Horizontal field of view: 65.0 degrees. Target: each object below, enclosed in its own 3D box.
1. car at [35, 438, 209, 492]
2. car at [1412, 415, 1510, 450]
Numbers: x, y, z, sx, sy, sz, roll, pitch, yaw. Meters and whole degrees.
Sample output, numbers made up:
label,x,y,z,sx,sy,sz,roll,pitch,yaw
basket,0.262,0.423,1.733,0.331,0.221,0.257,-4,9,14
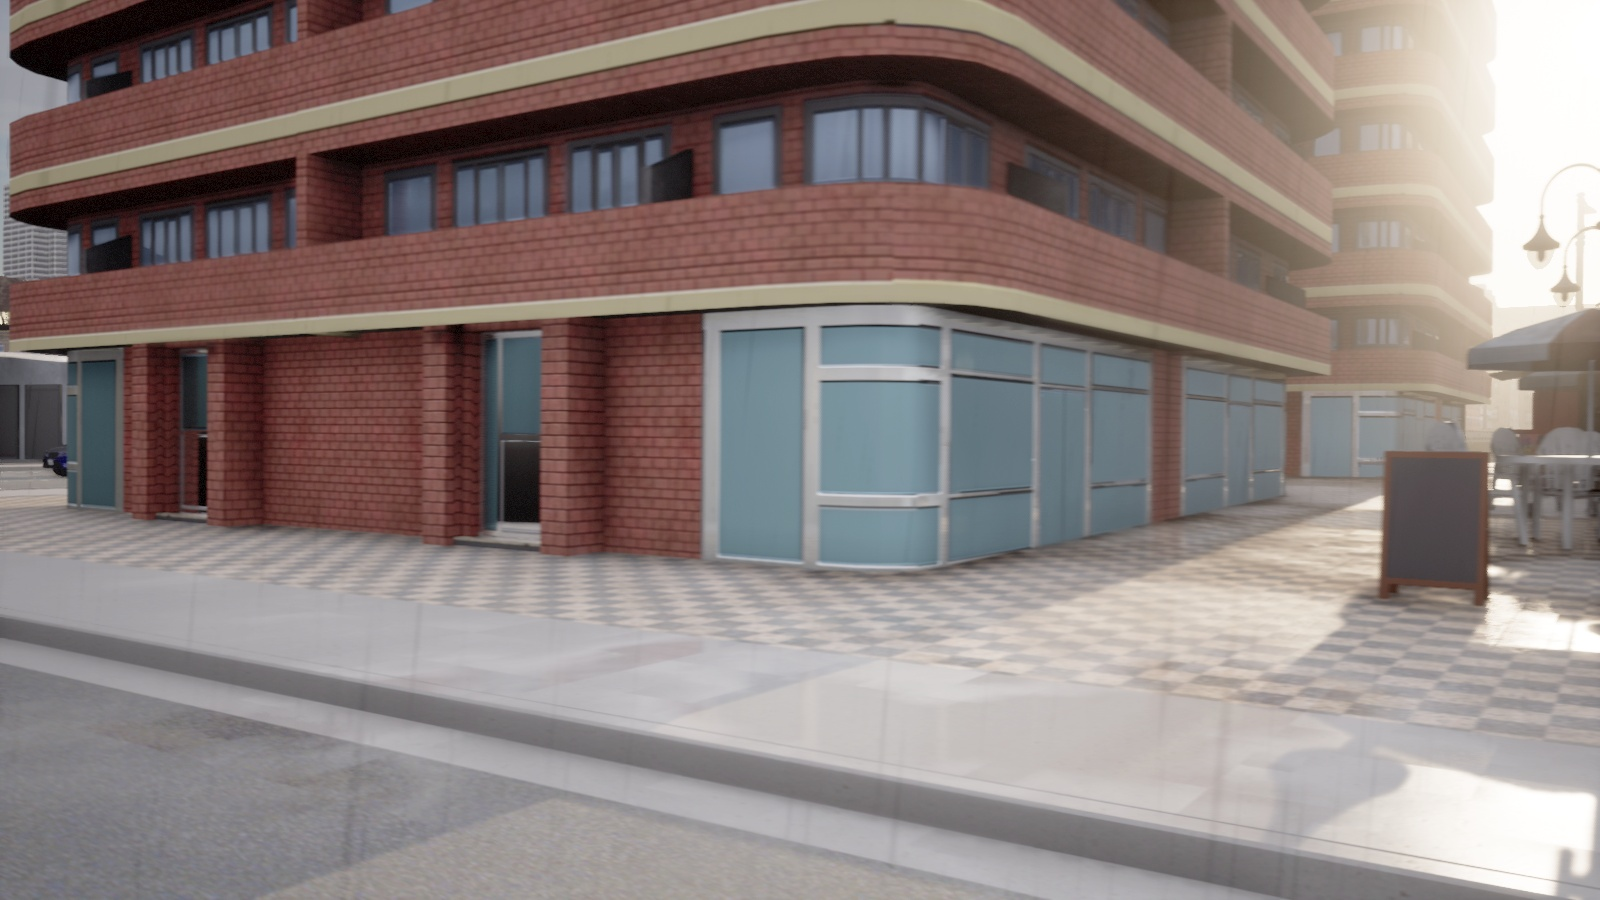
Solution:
label,x,y,z,sx,sy,sz,roll,pitch,yaw
car,-20.113,0.417,37.412,1.816,1.474,4.193,0,1,33
car,36.463,-0.955,69.302,4.553,1.767,2.097,-1,0,34
